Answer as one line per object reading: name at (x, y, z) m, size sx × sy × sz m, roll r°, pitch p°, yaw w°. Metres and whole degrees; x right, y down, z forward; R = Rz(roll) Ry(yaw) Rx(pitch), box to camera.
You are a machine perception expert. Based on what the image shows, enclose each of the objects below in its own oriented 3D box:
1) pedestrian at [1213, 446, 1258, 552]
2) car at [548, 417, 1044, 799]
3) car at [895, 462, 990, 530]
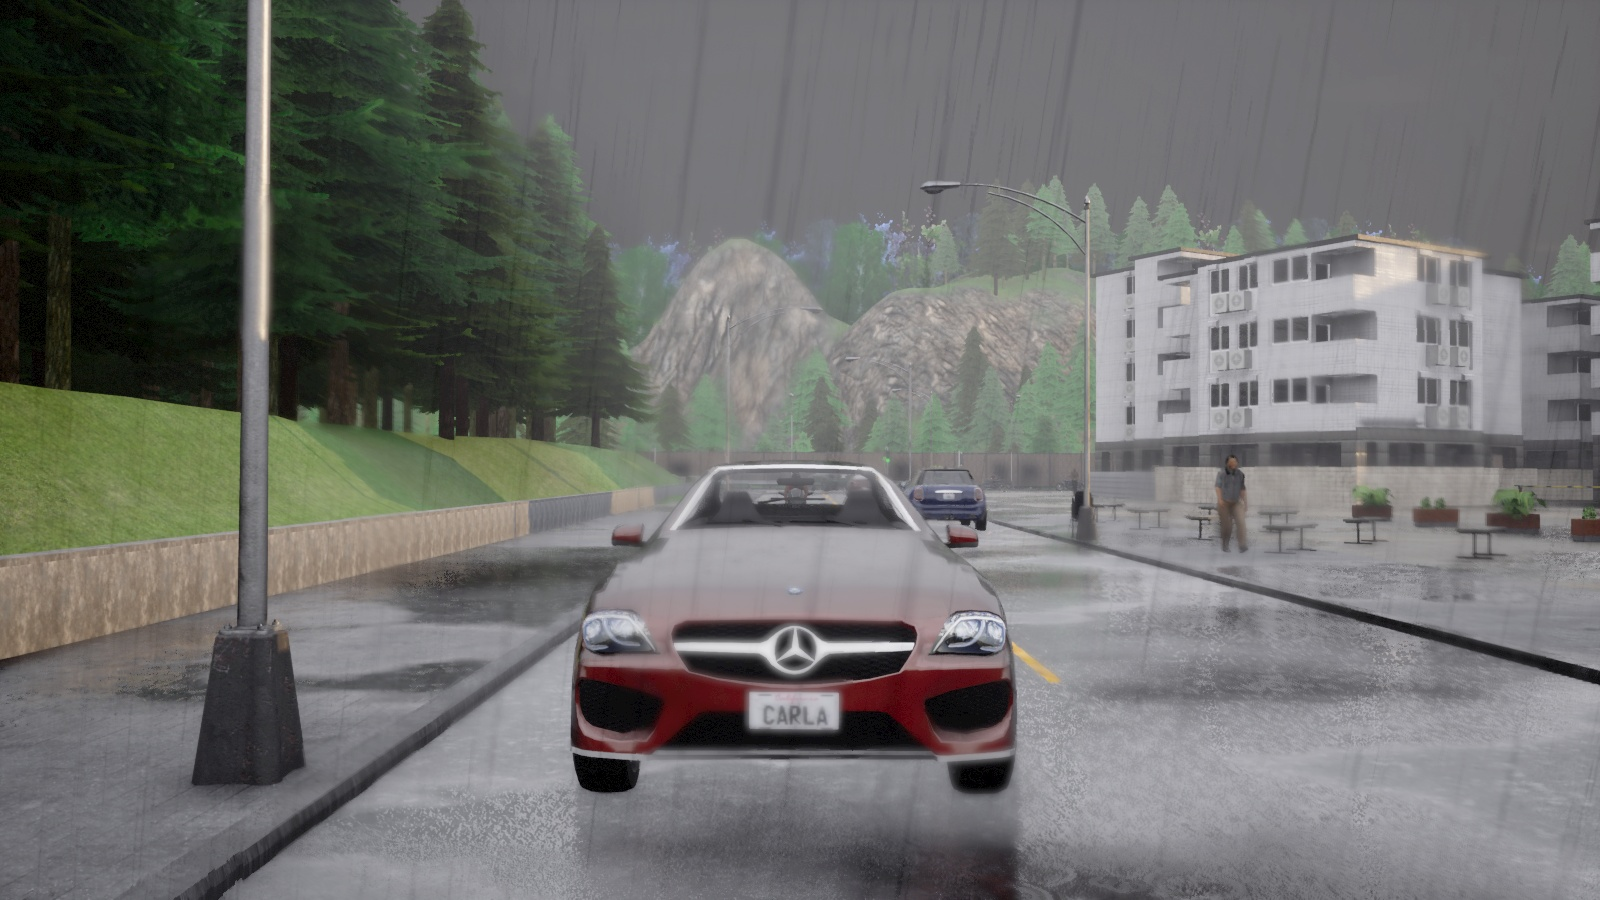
pedestrian at (7.744, 0.868, 22.361) m, size 0.540 × 1.848 × 0.694 m, roll 0°, pitch -1°, yaw 0°
car at (-0.024, 0.727, 7.983) m, size 2.152 × 1.651 × 5.027 m, roll 0°, pitch -1°, yaw 0°
car at (3.899, 1.245, 35.095) m, size 2.097 × 1.767 × 4.553 m, roll 0°, pitch -1°, yaw 0°
